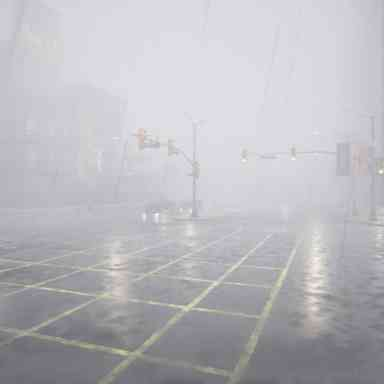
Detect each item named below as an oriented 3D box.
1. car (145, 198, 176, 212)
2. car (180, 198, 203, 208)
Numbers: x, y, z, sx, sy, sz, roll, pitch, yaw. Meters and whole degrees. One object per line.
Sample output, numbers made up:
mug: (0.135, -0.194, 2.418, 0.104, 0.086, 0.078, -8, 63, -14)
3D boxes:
car: (-3.638, 1.478, 38.966, 1.882, 1.535, 5.008, 0, 0, 23)
car: (-0.030, 1.601, 48.523, 1.895, 1.301, 4.718, 0, 0, 21)
